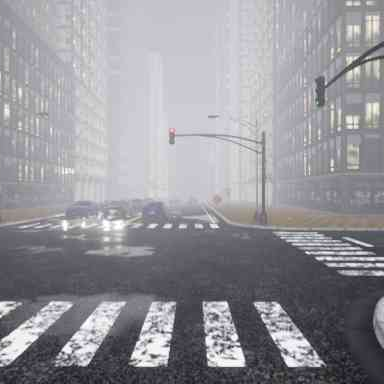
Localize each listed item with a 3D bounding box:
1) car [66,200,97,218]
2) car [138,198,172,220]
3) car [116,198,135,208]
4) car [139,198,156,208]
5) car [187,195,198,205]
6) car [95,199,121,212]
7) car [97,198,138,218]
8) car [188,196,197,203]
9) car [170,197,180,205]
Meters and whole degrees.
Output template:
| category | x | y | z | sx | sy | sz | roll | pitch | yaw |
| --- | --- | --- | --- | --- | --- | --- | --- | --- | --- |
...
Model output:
| category | x | y | z | sx | sy | sz | roll | pitch | yaw |
| --- | --- | --- | --- | --- | --- | --- | --- | --- | --- |
| car | -9.868 | 1.494 | 30.343 | 1.882 | 1.535 | 5.008 | 0 | 0 | 0 |
| car | -3.109 | 1.492 | 28.705 | 1.882 | 1.535 | 5.008 | 0 | 0 | 0 |
| car | -9.863 | 1.617 | 49.401 | 1.994 | 1.385 | 4.181 | 0 | 0 | 0 |
| car | -6.617 | 1.579 | 49.671 | 1.812 | 1.442 | 4.674 | 0 | 0 | 0 |
| car | 0.075 | 1.613 | 61.478 | 1.812 | 1.442 | 4.674 | 0 | 0 | 0 |
| car | -9.867 | 1.595 | 39.476 | 1.994 | 1.385 | 4.181 | 0 | 0 | 0 |
| car | -6.614 | 1.508 | 30.096 | 2.128 | 1.511 | 4.902 | 0 | 0 | 0 |
| car | 0.034 | 1.601 | 71.325 | 1.882 | 1.535 | 5.008 | 0 | 0 | 0 |
| car | -3.179 | 1.575 | 60.111 | 2.128 | 1.511 | 4.902 | 0 | 0 | 0 |
